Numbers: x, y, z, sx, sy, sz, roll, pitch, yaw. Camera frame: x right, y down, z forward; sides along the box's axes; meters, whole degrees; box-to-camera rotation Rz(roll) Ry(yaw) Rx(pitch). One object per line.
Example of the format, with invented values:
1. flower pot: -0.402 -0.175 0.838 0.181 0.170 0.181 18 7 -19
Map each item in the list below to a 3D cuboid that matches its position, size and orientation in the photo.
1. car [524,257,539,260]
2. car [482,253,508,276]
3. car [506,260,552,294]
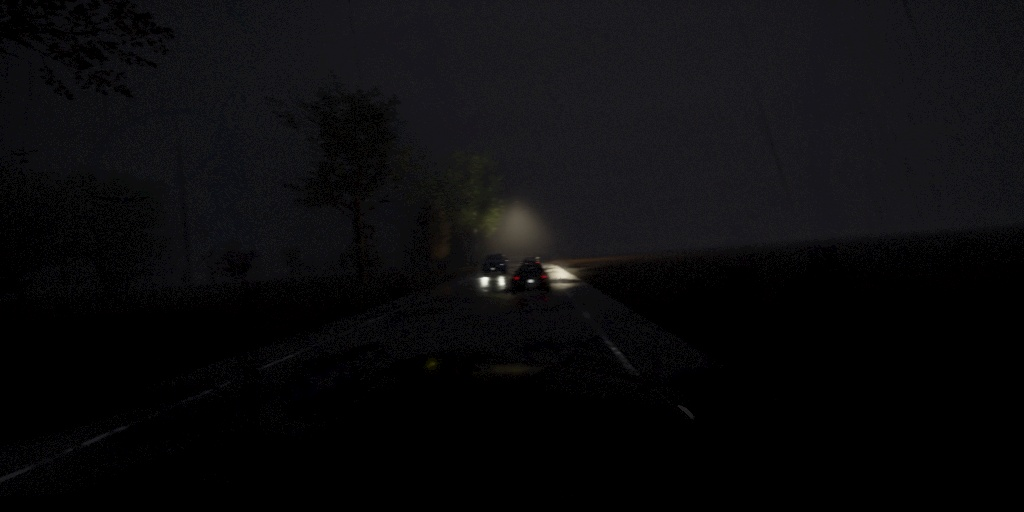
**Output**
1. car: 1.967 0.841 35.261 2.128 1.511 4.902 -3 0 3
2. car: -1.621 0.778 35.370 2.150 2.045 5.566 -3 1 3
3. car: 1.014 1.107 18.713 1.994 1.385 4.181 -3 1 4
